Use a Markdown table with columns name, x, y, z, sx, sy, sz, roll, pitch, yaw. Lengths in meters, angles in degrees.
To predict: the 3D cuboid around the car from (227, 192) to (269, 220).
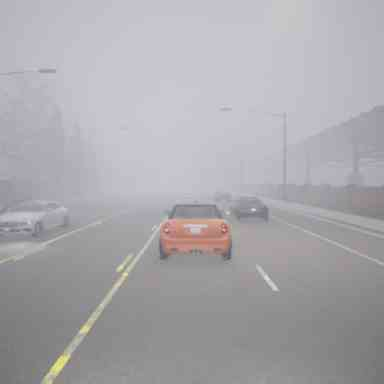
| name | x | y | z | sx | sy | sz | roll | pitch | yaw |
| --- | --- | --- | --- | --- | --- | --- | --- | --- | --- |
| car | 3.603 | 0.962 | 21.515 | 1.994 | 1.385 | 4.181 | 0 | 2 | 0 |

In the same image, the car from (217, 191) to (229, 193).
| name | x | y | z | sx | sy | sz | roll | pitch | yaw |
| --- | --- | --- | --- | --- | --- | --- | --- | --- | --- |
| car | 3.606 | 0.504 | 39.345 | 1.895 | 1.301 | 4.718 | 0 | 2 | 0 |

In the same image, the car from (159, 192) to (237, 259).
| name | x | y | z | sx | sy | sz | roll | pitch | yaw |
| --- | --- | --- | --- | --- | --- | --- | --- | --- | --- |
| car | 0.102 | 1.032 | 11.361 | 2.097 | 1.767 | 4.553 | 0 | 2 | 0 |

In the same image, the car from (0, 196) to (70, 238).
| name | x | y | z | sx | sy | sz | roll | pitch | yaw |
| --- | --- | --- | --- | --- | --- | --- | --- | --- | --- |
| car | -7.061 | 1.104 | 15.012 | 1.812 | 1.442 | 4.674 | 0 | 1 | 0 |
